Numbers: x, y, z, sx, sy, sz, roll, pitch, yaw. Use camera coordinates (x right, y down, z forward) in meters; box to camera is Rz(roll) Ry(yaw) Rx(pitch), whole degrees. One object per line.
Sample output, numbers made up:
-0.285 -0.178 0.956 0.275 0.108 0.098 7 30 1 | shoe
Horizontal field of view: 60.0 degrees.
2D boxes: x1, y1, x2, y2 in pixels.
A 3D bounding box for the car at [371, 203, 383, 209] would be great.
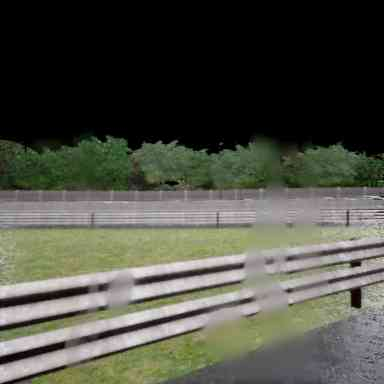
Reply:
23.268 1.773 37.890 4.718 1.301 1.895 -1 0 3 | car
